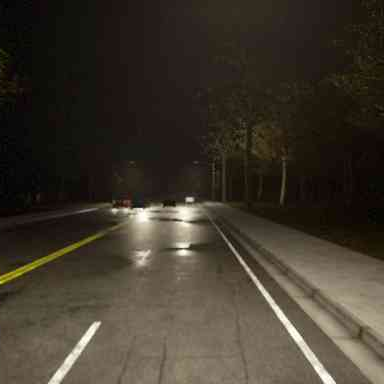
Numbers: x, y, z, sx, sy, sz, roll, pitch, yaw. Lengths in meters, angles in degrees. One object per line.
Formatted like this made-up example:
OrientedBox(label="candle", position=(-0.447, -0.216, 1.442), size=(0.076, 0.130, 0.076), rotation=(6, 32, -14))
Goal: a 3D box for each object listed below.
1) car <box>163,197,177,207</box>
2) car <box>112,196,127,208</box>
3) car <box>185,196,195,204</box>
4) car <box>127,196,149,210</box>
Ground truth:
OrientedBox(label="car", position=(-3.362, 1.527, 50.833), size=(1.882, 1.535, 5.008), rotation=(0, -1, 0))
OrientedBox(label="car", position=(-9.989, 1.395, 47.728), size=(2.097, 1.767, 4.553), rotation=(0, 0, 0))
OrientedBox(label="car", position=(-0.392, 1.602, 68.116), size=(1.812, 1.442, 4.674), rotation=(0, 0, -1))
OrientedBox(label="car", position=(-6.728, 1.515, 43.225), size=(1.882, 1.535, 5.008), rotation=(0, 0, 0))
